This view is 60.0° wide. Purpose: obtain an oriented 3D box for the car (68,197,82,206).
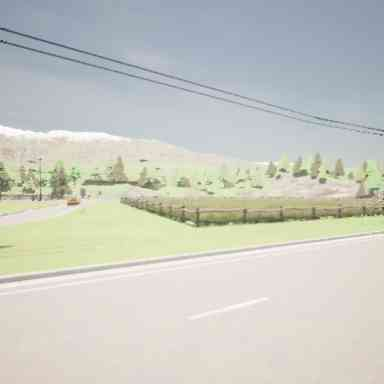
[{"bbox_3d":[-20.889,1.640,59.444,1.882,1.535,5.008,0,0,-11],"label":"car"}]
